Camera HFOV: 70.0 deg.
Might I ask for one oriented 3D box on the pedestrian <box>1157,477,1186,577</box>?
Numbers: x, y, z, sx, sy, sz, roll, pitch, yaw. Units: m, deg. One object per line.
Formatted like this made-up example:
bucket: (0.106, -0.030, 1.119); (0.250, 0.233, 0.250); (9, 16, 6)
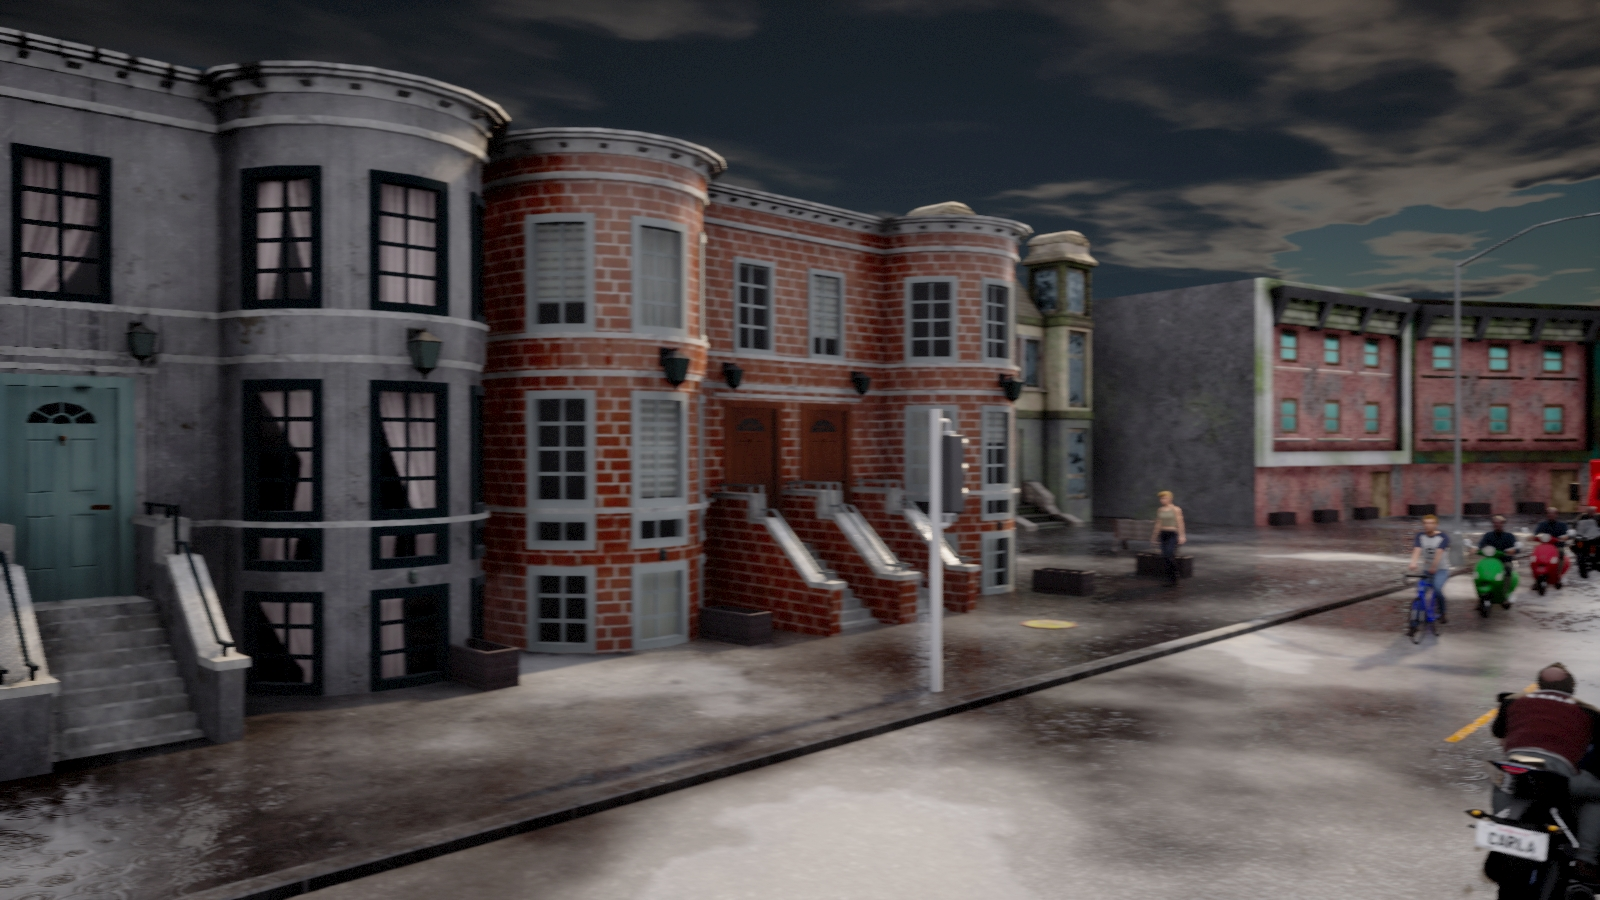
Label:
pedestrian: (7.089, 1.454, 21.789); (0.375, 1.860, 0.375); (0, 0, -38)

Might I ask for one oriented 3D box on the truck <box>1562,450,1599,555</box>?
truck: (21.109, 1.230, 28.533); (2.627, 2.467, 5.204); (0, 0, 43)

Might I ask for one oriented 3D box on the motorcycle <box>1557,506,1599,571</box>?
motorcycle: (17.125, 1.885, 24.700); (0.867, 1.251, 2.209); (0, 0, 44)

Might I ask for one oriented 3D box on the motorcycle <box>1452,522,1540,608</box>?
motorcycle: (11.616, 1.888, 19.059); (0.856, 1.236, 1.805); (0, 0, 45)

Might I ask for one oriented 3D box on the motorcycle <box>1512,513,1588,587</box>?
motorcycle: (14.283, 1.875, 21.743); (0.856, 1.236, 1.805); (0, 0, 45)

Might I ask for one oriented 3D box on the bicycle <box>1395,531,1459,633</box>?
bicycle: (9.050, 1.874, 16.467); (0.373, 1.296, 1.643); (0, 0, 45)
